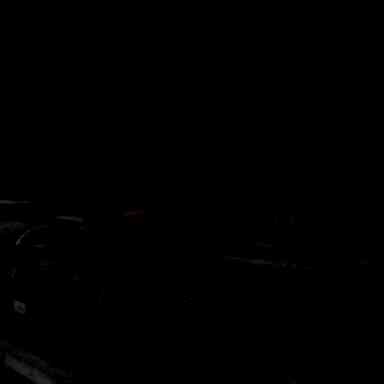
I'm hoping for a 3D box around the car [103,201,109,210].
[{"bbox_3d":[-5.353,1.565,26.324,2.002,1.452,4.674,0,0,35],"label":"car"}]

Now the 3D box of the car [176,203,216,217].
[{"bbox_3d":[1.441,1.526,21.459,2.163,1.488,4.792,0,0,35],"label":"car"}]

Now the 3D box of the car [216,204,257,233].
[{"bbox_3d":[3.744,1.516,19.893,2.163,1.488,4.792,0,0,35],"label":"car"}]

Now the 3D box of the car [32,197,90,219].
[{"bbox_3d":[-12.174,1.431,31.146,2.185,1.767,4.553,0,0,35],"label":"car"}]

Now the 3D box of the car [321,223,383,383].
[{"bbox_3d":[3.124,1.467,4.244,2.097,1.535,5.008,0,0,35],"label":"car"}]

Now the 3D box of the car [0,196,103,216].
[{"bbox_3d":[-5.996,1.244,10.769,2.435,2.045,5.566,0,0,35],"label":"car"}]

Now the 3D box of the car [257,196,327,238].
[{"bbox_3d":[5.979,1.228,18.234,2.435,2.045,5.566,0,0,35],"label":"car"}]

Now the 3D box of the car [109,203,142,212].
[{"bbox_3d":[-3.190,1.512,24.560,1.946,1.575,5.366,0,0,35],"label":"car"}]

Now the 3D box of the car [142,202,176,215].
[{"bbox_3d":[-0.815,1.506,23.092,2.097,1.535,5.008,0,0,35],"label":"car"}]

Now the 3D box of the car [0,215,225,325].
[{"bbox_3d":[-1.460,1.507,7.474,2.163,1.488,4.792,0,0,35],"label":"car"}]

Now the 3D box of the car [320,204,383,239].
[{"bbox_3d":[8.264,1.474,16.638,2.097,1.535,5.008,0,0,35],"label":"car"}]

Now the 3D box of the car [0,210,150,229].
[{"bbox_3d":[-3.726,1.486,9.115,2.231,1.521,4.892,0,0,35],"label":"car"}]

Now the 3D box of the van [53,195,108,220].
[{"bbox_3d":[-9.825,1.318,29.653,1.878,1.987,4.442,0,0,35],"label":"van"}]

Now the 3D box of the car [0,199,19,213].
[{"bbox_3d":[-23.492,1.661,39.254,2.097,1.535,5.008,-1,0,36],"label":"car"}]

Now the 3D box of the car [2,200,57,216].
[{"bbox_3d":[-16.688,1.629,34.406,2.002,1.452,4.674,-1,0,36],"label":"car"}]

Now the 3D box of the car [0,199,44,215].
[{"bbox_3d":[-18.955,1.609,36.027,2.097,1.535,5.008,-1,0,36],"label":"car"}]
